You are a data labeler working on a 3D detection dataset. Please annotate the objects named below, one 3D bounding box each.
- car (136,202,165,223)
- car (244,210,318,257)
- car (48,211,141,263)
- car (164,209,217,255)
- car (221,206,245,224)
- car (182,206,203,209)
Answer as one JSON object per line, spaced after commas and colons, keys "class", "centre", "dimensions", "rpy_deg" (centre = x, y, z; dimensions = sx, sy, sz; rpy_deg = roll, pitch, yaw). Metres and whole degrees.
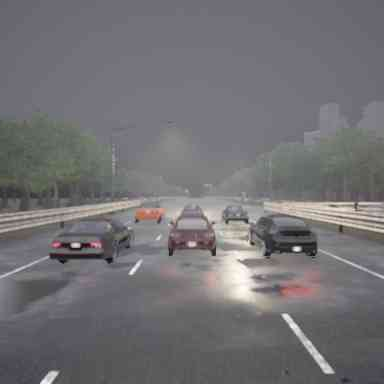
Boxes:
{"class": "car", "centre": [-3.485, 1.637, 28.434], "dimensions": [2.097, 1.767, 4.553], "rpy_deg": [0, -1, 0]}
{"class": "car", "centre": [3.518, 1.648, 13.505], "dimensions": [1.837, 1.490, 4.892], "rpy_deg": [0, 0, 0]}
{"class": "car", "centre": [-3.491, 1.678, 12.535], "dimensions": [2.033, 1.411, 5.357], "rpy_deg": [0, -1, 0]}
{"class": "car", "centre": [0.020, 1.670, 13.903], "dimensions": [1.812, 1.442, 4.674], "rpy_deg": [0, 0, 0]}
{"class": "car", "centre": [3.505, 1.826, 27.520], "dimensions": [2.033, 1.411, 5.357], "rpy_deg": [0, 0, 0]}
{"class": "car", "centre": [0.016, 1.851, 28.437], "dimensions": [1.994, 1.385, 4.181], "rpy_deg": [0, 0, 0]}
